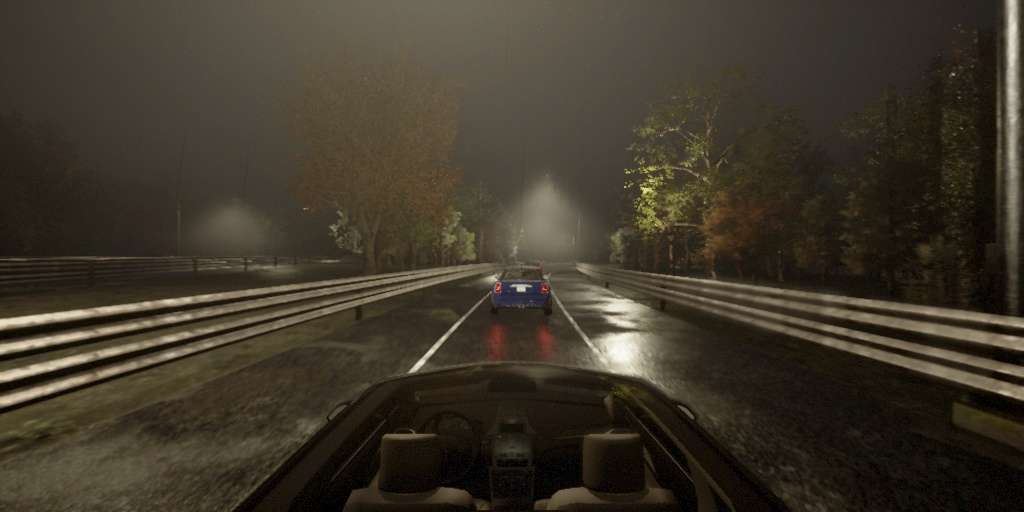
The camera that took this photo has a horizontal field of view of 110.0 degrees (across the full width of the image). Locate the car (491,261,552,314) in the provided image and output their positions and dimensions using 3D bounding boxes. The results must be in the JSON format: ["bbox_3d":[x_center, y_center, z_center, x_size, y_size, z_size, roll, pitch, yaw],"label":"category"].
[{"bbox_3d":[0.392,1.168,14.220,2.097,1.767,4.553,0,0,2],"label":"car"}]

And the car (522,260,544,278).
[{"bbox_3d":[2.297,1.312,38.264,2.097,1.767,4.553,0,0,7],"label":"car"}]
